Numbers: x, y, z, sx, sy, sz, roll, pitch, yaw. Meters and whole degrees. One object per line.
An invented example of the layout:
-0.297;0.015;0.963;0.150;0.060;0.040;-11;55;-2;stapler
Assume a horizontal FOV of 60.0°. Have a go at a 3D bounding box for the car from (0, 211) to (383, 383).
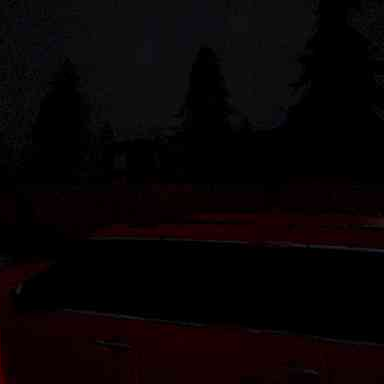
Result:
-0.055;1.220;3.156;5.566;2.045;2.150;0;0;21;car
